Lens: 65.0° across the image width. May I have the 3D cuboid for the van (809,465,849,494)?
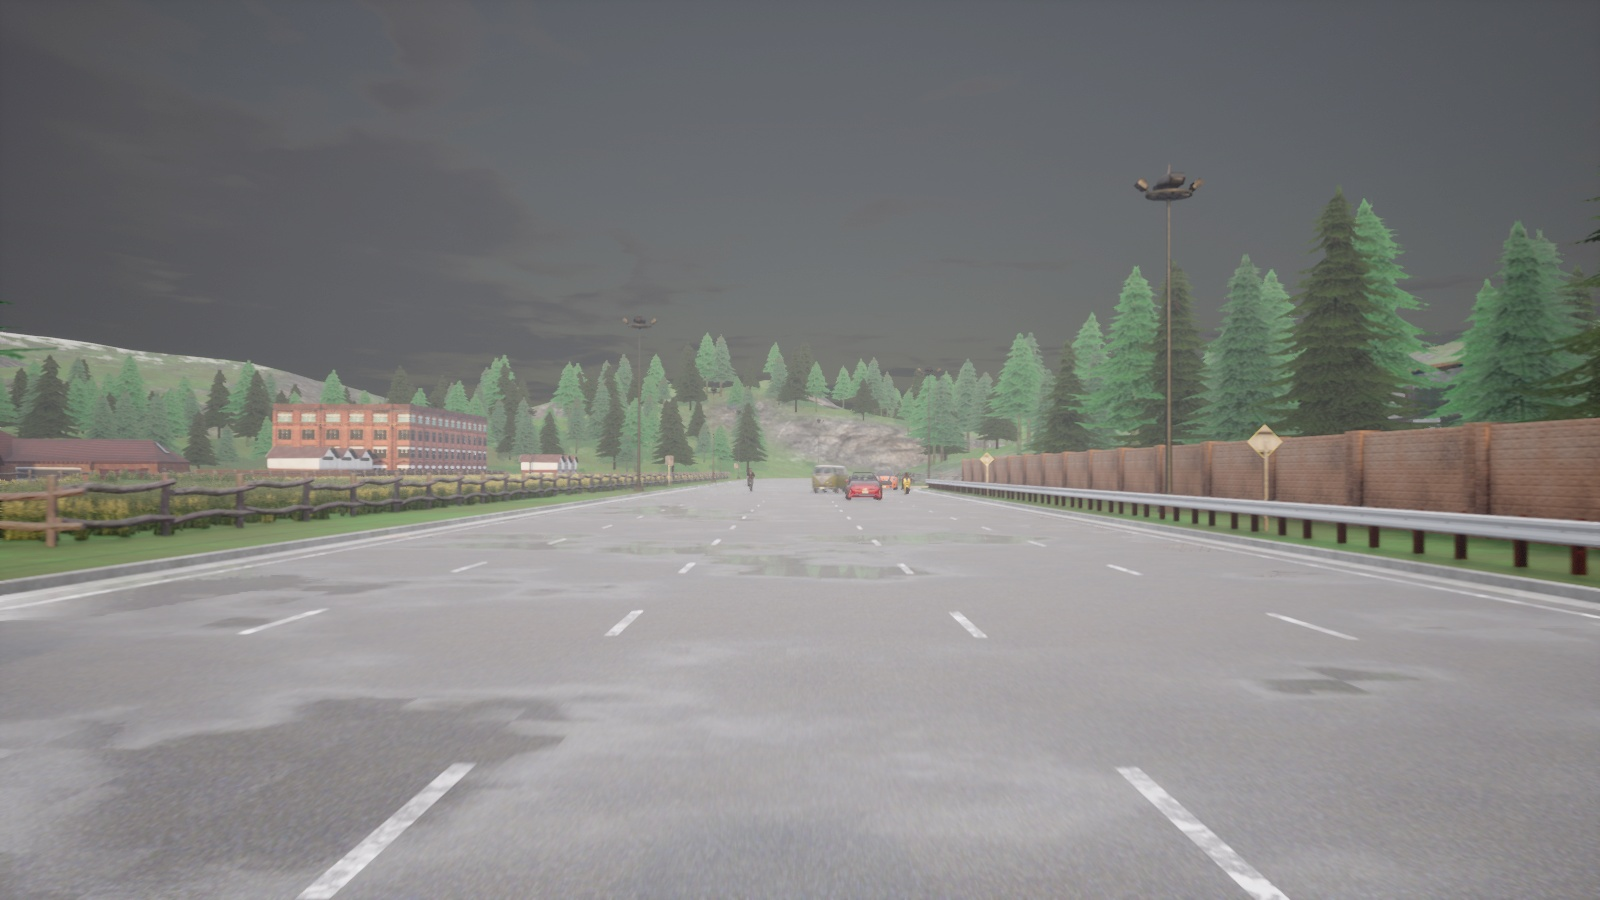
[{"bbox_3d":[2.048,2.026,87.717,1.775,1.987,4.442,-1,-1,15],"label":"van"}]

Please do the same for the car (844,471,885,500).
[{"bbox_3d":[3.442,1.885,68.012,2.007,1.525,4.514,0,-1,0],"label":"car"}]
